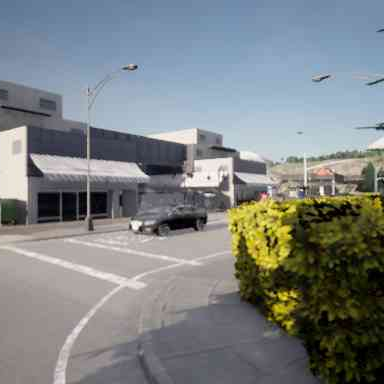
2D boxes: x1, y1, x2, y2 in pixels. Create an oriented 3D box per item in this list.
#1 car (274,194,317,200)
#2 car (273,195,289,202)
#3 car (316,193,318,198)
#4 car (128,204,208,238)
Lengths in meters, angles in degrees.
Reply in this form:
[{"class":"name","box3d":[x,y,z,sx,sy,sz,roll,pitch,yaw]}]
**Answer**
[{"class":"car","box3d":[9.353,1.257,30.497,2.097,1.767,4.553,0,0,39]},{"class":"car","box3d":[19.879,1.458,74.215,1.970,1.475,3.806,0,0,38]},{"class":"car","box3d":[27.125,1.506,77.471,2.007,1.523,4.514,0,0,38]},{"class":"car","box3d":[-1.120,1.388,17.348,2.128,1.511,4.902,0,0,38]}]
